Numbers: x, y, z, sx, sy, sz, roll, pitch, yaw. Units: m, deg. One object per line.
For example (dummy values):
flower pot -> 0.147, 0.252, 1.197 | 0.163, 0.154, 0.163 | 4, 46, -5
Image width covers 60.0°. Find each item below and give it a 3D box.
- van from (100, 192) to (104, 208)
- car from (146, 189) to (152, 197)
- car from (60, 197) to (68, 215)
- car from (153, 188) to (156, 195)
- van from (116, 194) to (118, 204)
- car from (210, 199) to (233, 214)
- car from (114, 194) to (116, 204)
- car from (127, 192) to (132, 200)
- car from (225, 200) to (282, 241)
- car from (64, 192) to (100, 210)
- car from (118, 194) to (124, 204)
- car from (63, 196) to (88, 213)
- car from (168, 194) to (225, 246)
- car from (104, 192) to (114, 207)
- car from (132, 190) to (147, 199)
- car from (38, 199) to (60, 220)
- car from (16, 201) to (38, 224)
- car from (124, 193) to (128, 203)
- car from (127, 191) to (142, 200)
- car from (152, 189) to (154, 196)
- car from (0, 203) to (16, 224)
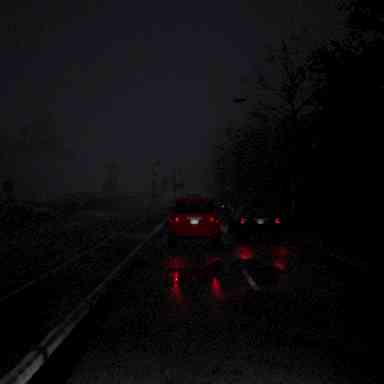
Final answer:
van -> -13.756, 1.152, 41.591 | 4.442, 1.987, 1.878 | -1, 0, -20
car -> -13.812, 0.626, 83.496 | 5.566, 2.045, 2.435 | -1, 1, -20
car -> -13.841, 1.521, 29.623 | 4.792, 1.488, 2.163 | -1, 0, -20
car -> -13.858, 0.462, 92.475 | 5.566, 2.045, 2.435 | -1, 1, -20
van -> -13.967, 1.052, 50.452 | 4.442, 1.987, 1.878 | -1, 1, -20
car -> 3.101, 1.493, 35.928 | 2.033, 1.411, 5.357 | 0, 1, 0
car -> -13.851, 1.312, 47.515 | 4.892, 1.521, 2.231 | -1, 1, -20
car -> -13.824, 1.201, 59.480 | 4.792, 1.488, 2.163 | -1, 0, -20
car -> 3.099, 1.392, 17.160 | 2.097, 1.767, 4.553 | 0, 0, 0
car -> -13.892, 1.163, 38.548 | 5.566, 2.045, 2.435 | -1, 1, -20
car -> -13.826, 1.115, 53.488 | 4.553, 1.767, 2.185 | -1, 1, -20
car -> -13.861, 1.483, 35.580 | 4.674, 1.452, 2.002 | -1, 1, -20
car -> 0.100, 1.262, 15.650 | 2.150, 2.045, 5.566 | 0, 0, 0
car -> -13.838, 1.094, 44.544 | 5.566, 2.045, 2.435 | -1, 0, -20
car -> -14.010, 0.960, 77.408 | 5.366, 1.575, 1.946 | -1, 1, -20
car -> -13.698, 1.503, 26.695 | 5.366, 1.575, 1.946 | -1, 0, -20
car -> -13.898, 1.554, 23.626 | 4.792, 1.488, 2.163 | -1, 0, -20
car -> -13.847, 1.247, 56.462 | 4.674, 1.452, 2.002 | -1, 1, -20
car -> -13.817, 1.062, 71.485 | 4.792, 1.488, 2.163 | -1, 0, -20
car -> -13.659, 0.765, 89.553 | 5.366, 1.575, 1.946 | -1, 1, -20
car -> -13.869, 1.569, 20.654 | 4.674, 1.452, 2.002 | -1, 0, -20
